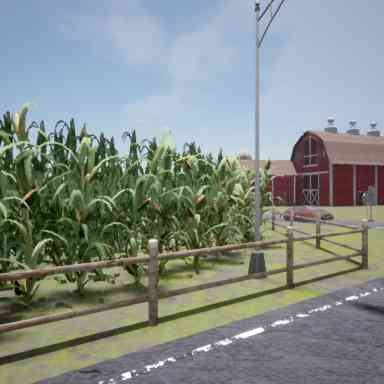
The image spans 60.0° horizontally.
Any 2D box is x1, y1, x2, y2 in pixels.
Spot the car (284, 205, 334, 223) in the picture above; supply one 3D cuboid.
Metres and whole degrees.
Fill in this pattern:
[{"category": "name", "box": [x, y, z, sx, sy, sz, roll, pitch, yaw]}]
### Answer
[{"category": "car", "box": [9.726, 1.819, 27.951, 1.994, 1.385, 4.181, 1, -1, -30]}]
